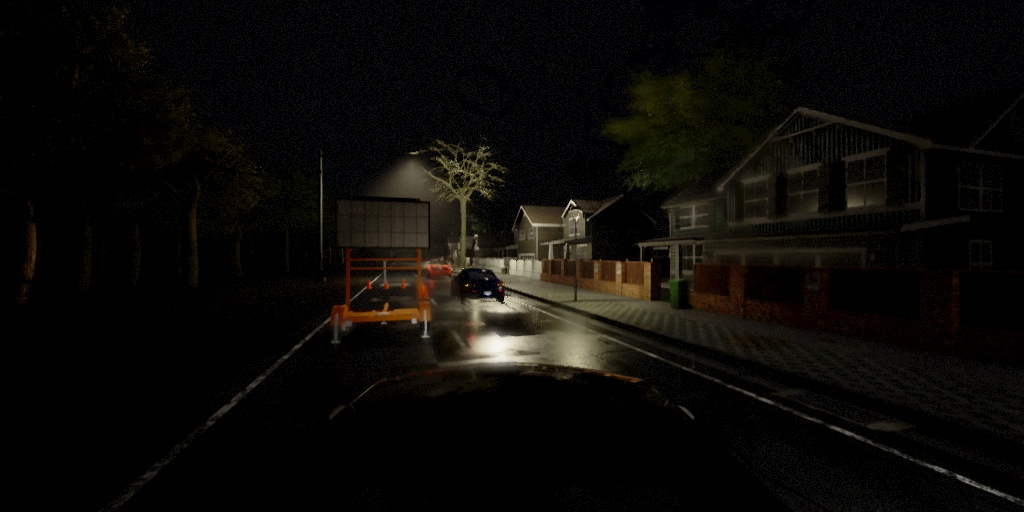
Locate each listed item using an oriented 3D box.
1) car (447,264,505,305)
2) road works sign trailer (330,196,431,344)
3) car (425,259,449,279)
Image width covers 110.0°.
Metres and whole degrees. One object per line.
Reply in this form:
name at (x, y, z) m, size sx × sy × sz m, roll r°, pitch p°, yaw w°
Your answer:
car at (-1.621, 1.268, 16.129) m, size 1.812 × 1.442 × 4.674 m, roll 0°, pitch 0°, yaw -17°
road works sign trailer at (-3.466, 0.210, 9.799) m, size 2.380 × 3.560 × 2.880 m, roll 0°, pitch 0°, yaw -17°
car at (-6.816, 1.096, 33.148) m, size 2.097 × 1.767 × 4.553 m, roll 0°, pitch 0°, yaw -17°
